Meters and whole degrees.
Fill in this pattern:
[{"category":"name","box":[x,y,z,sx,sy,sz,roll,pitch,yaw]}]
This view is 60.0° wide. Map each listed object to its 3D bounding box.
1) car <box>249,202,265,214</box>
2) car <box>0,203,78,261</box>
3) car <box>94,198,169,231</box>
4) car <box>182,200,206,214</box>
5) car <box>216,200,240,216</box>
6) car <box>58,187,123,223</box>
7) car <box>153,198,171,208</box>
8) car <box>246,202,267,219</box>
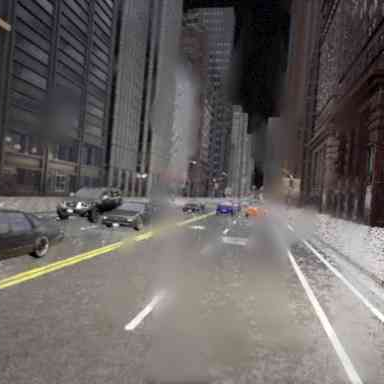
[{"category":"car","box":[9.451,2.264,48.366,2.128,1.511,4.902,5,0,12]},{"category":"car","box":[-5.376,1.103,8.390,2.033,1.411,5.357,5,0,11]},{"category":"car","box":[-3.218,1.275,19.047,2.033,1.411,5.357,5,0,12]},{"category":"car","box":[0.354,1.565,36.458,2.033,1.411,5.357,5,0,12]},{"category":"car","box":[3.882,1.784,37.008,1.882,1.535,5.008,5,0,12]},{"category":"car","box":[-6.128,0.709,20.889,2.150,2.045,5.566,5,0,11]},{"category":"car","box":[-3.602,1.294,33.394,1.895,1.301,4.718,5,0,12]},{"category":"car","box":[7.139,1.923,36.694,2.097,1.767,4.553,5,0,12]}]
